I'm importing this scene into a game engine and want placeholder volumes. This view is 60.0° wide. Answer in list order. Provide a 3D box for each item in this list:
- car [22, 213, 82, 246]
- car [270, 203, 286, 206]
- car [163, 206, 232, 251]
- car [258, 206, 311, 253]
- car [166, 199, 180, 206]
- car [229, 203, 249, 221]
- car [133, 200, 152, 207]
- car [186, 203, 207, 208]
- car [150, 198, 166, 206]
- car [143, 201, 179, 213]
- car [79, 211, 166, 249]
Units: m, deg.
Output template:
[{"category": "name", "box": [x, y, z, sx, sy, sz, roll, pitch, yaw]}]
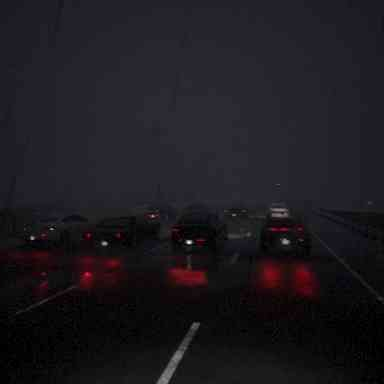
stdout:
[{"category": "car", "box": [-6.324, 1.757, 16.588, 1.812, 1.442, 4.674, -1, 0, 14]}, {"category": "car", "box": [7.399, 1.679, 28.714, 1.812, 1.442, 4.674, -1, 0, 14]}, {"category": "car", "box": [0.463, 1.633, 14.883, 1.837, 1.490, 4.892, -1, 0, 14]}, {"category": "car", "box": [3.863, 1.562, 14.053, 2.128, 1.511, 4.902, -1, 0, 14]}, {"category": "car", "box": [-3.969, 2.287, 71.164, 1.812, 1.442, 4.674, -1, -1, 14]}, {"category": "car", "box": [3.995, 1.731, 29.528, 1.812, 1.442, 4.674, -1, 0, 14]}, {"category": "car", "box": [-10.774, 2.407, 72.803, 2.033, 1.411, 5.357, -1, -1, 14]}, {"category": "car", "box": [0.572, 1.765, 30.267, 1.837, 1.490, 4.892, -1, 0, 14]}, {"category": "car", "box": [-7.366, 2.170, 72.016, 2.097, 1.767, 4.553, -1, -1, 14]}, {"category": "car", "box": [-2.824, 1.818, 31.110, 1.837, 1.490, 4.892, -1, 0, 14]}, {"category": "car", "box": [-2.986, 1.779, 15.508, 1.895, 1.301, 4.718, -1, 0, 14]}]
